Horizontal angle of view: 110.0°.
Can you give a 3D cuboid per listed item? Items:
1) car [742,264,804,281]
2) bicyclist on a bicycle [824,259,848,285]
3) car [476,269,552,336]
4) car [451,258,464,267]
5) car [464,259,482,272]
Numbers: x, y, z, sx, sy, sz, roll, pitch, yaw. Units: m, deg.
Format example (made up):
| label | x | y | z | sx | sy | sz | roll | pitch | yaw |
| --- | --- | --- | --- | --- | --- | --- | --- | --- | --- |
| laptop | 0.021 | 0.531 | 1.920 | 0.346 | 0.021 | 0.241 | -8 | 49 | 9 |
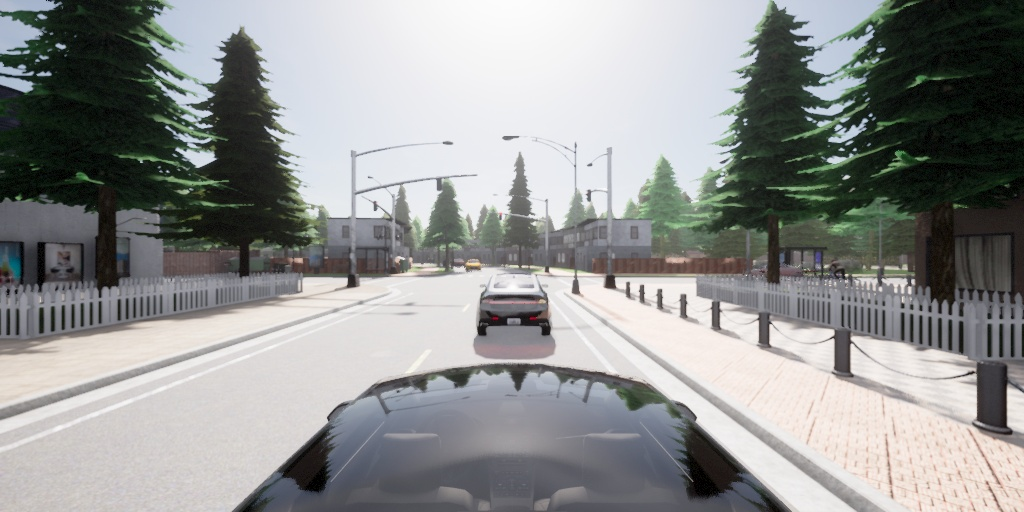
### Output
| label | x | y | z | sx | sy | sz | roll | pitch | yaw |
| --- | --- | --- | --- | --- | --- | --- | --- | --- | --- |
| car | 21.350 | 1.294 | 29.484 | 4.181 | 1.385 | 1.994 | 0 | 0 | 2 |
| bicyclist on a bicycle | 19.888 | 1.032 | 22.042 | 0.582 | 1.620 | 1.656 | 0 | 0 | 2 |
| car | 0.057 | 1.240 | 10.358 | 2.128 | 1.511 | 4.902 | 0 | 0 | 0 |
| car | -9.386 | 1.182 | 63.048 | 1.882 | 1.535 | 5.008 | 0 | 0 | -23 |
| car | -4.975 | 1.185 | 46.380 | 1.882 | 1.535 | 5.008 | 0 | 0 | -8 |
